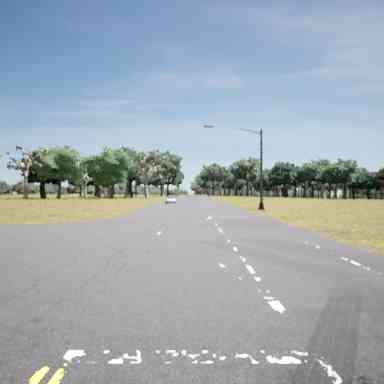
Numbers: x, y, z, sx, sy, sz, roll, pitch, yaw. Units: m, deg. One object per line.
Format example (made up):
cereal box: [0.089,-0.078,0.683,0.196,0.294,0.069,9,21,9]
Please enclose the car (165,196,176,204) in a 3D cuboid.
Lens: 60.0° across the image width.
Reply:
car: [-3.890,1.528,61.684,1.812,1.442,4.674,0,0,0]
